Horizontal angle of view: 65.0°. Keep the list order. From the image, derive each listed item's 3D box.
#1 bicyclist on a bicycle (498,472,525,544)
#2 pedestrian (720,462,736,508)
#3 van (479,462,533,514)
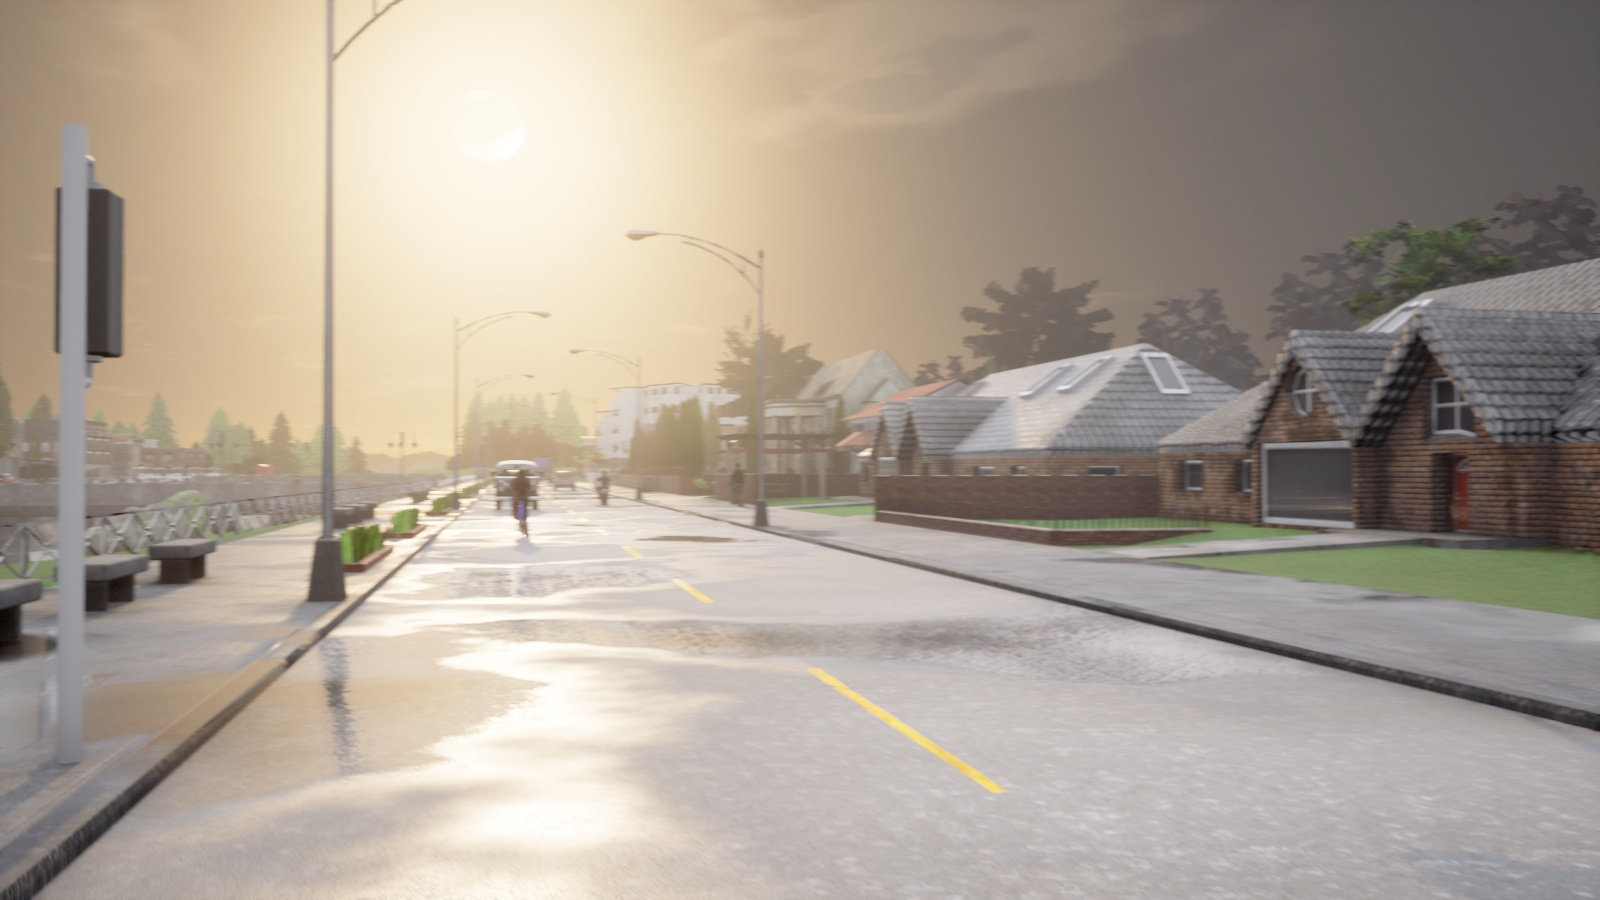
[{"bbox_3d":[-6.770,1.332,29.444,0.582,1.620,1.656,0,-1,-13],"label":"bicyclist on a bicycle"},{"bbox_3d":[-2.964,1.431,51.605,0.431,1.840,0.703,0,-1,-23],"label":"pedestrian"},{"bbox_3d":[-12.053,1.527,51.500,2.069,2.038,4.480,0,-1,-13],"label":"van"}]
